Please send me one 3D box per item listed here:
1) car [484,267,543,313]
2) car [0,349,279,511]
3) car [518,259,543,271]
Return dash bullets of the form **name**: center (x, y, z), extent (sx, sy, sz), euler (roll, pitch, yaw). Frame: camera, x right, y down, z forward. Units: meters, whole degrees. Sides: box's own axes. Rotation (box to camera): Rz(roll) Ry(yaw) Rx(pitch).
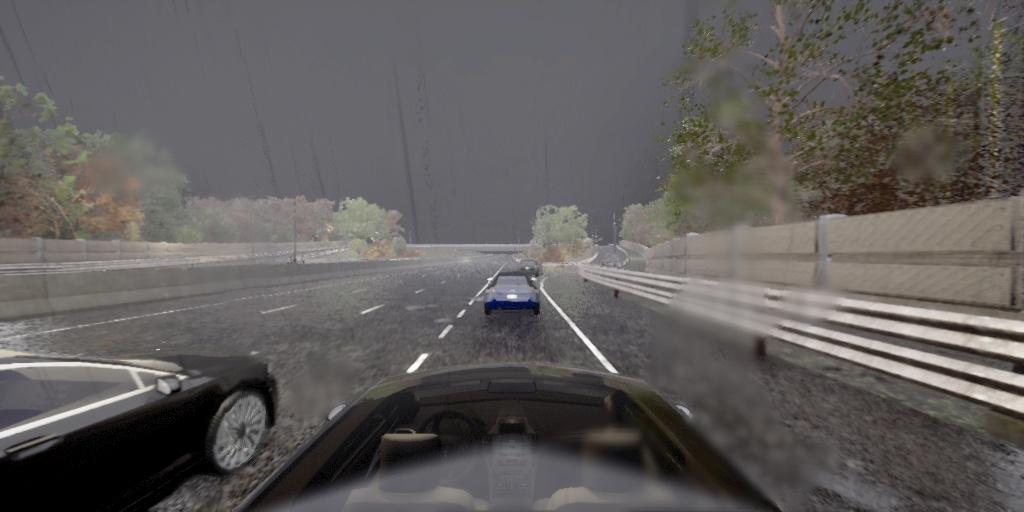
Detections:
- **car**: center (0.008, 1.314, 13.903), extent (1.994, 1.385, 4.181), euler (0, 0, 0)
- **car**: center (-3.397, 1.241, 1.854), extent (2.128, 1.511, 4.902), euler (0, 0, 0)
- **car**: center (1.831, 1.147, 35.188), extent (2.097, 1.767, 4.553), euler (1, 0, 11)
